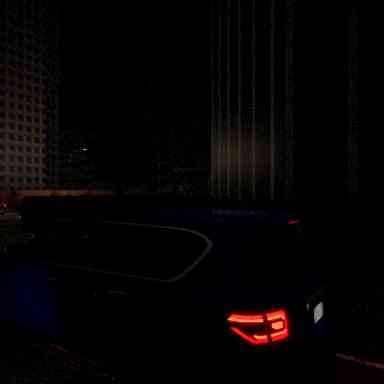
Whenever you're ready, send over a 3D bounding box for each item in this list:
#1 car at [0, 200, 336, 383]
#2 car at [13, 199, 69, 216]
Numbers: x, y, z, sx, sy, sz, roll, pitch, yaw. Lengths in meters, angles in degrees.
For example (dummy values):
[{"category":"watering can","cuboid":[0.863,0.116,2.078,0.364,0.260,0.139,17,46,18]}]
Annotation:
[{"category":"car","cuboid":[-0.992,1.221,4.694,5.566,2.045,2.150,0,0,35]},{"category":"car","cuboid":[-15.443,1.533,34.374,1.882,1.535,5.008,0,0,35]}]
